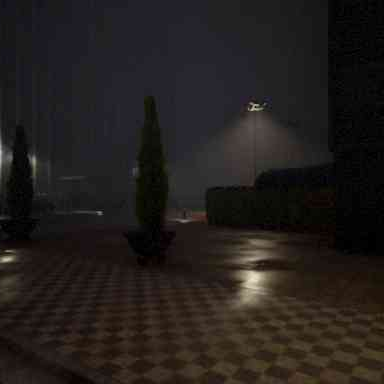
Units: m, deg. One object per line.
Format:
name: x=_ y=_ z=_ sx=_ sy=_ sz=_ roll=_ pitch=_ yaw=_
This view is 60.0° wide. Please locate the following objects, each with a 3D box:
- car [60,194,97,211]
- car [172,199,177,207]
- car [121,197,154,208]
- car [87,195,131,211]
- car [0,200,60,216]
car: x=-14.091 y=1.221 z=41.069 sx=2.150 sy=2.045 sz=5.566 roll=0 pitch=0 yaw=35
car: x=-4.045 y=1.526 z=49.336 sx=1.812 sy=1.442 sz=4.674 roll=0 pitch=0 yaw=35
car: x=-8.062 y=1.492 z=49.703 sx=2.128 sy=1.511 sz=4.902 roll=0 pitch=0 yaw=35
car: x=-9.962 y=1.505 z=40.868 sx=1.837 sy=1.490 sz=4.892 roll=0 pitch=0 yaw=35
car: x=-15.878 y=1.505 z=32.366 sx=1.837 sy=1.490 sz=4.892 roll=0 pitch=0 yaw=35
